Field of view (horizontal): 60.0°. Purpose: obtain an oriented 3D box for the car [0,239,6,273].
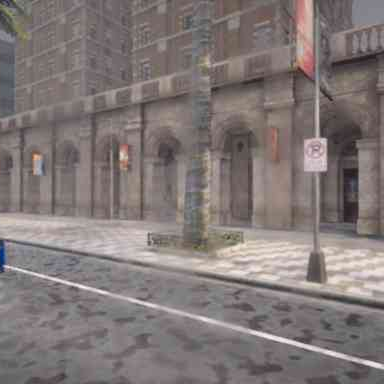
[{"bbox_3d":[-6.978,1.480,8.979,5.008,1.535,1.882,0,0,36],"label":"car"}]
